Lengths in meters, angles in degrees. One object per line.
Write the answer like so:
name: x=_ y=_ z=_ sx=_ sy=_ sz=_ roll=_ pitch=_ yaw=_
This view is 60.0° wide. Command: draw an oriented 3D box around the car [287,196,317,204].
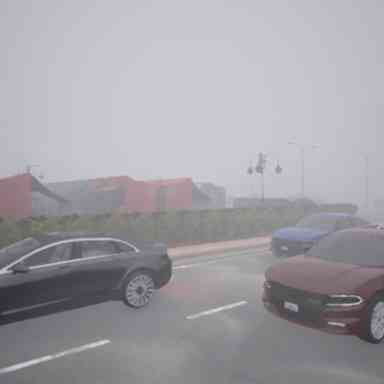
car: x=14.500 y=1.369 z=46.417 sx=1.932 sy=1.855 sz=4.605 roll=0 pitch=0 yaw=-37

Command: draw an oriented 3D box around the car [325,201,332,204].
car: x=18.953 y=1.605 z=49.777 sx=1.970 sy=1.475 sz=3.806 roll=0 pitch=0 yaw=-37

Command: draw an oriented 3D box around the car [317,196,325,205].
car: x=16.627 y=1.577 z=48.054 sx=1.784 sy=1.438 sz=3.905 roll=0 pitch=0 yaw=-37

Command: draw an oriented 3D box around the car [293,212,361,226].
car: x=4.934 y=1.516 z=12.093 sx=5.008 sy=1.535 sz=1.882 roll=0 pitch=0 yaw=-37

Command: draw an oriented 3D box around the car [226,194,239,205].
car: x=8.725 y=1.575 z=82.669 sx=1.932 sy=1.855 sz=4.605 roll=0 pitch=0 yaw=-37

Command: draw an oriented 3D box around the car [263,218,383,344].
car: x=3.527 y=1.497 z=6.655 sx=5.008 sy=1.535 sz=1.882 roll=0 pitch=0 yaw=-37

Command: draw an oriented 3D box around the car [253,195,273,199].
car: x=14.596 y=1.703 z=65.345 sx=1.970 sy=1.475 sz=3.806 roll=0 pitch=0 yaw=-37

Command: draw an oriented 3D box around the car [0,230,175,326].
car: x=-2.657 y=1.540 z=6.382 sx=4.902 sy=1.511 sz=2.128 roll=0 pitch=0 yaw=-37
